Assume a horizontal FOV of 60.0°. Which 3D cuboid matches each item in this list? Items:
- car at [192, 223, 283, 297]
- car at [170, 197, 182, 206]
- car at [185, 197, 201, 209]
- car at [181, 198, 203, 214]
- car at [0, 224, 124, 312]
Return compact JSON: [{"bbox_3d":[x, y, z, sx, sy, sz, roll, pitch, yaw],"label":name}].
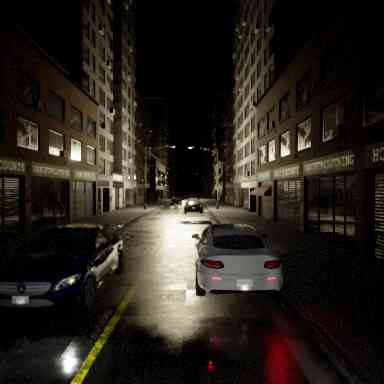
[{"bbox_3d":[0.988,1.527,8.491,1.812,1.442,4.674,0,0,0],"label":"car"},{"bbox_3d":[-2.583,1.592,54.739,2.033,1.411,5.357,0,0,0],"label":"car"},{"bbox_3d":[0.151,1.523,45.708,2.128,1.511,4.902,0,0,0],"label":"car"},{"bbox_3d":[0.171,1.582,35.738,1.994,1.385,4.181,0,0,1],"label":"car"},{"bbox_3d":[-2.827,1.525,7.818,1.812,1.442,4.674,0,0,0],"label":"car"}]
